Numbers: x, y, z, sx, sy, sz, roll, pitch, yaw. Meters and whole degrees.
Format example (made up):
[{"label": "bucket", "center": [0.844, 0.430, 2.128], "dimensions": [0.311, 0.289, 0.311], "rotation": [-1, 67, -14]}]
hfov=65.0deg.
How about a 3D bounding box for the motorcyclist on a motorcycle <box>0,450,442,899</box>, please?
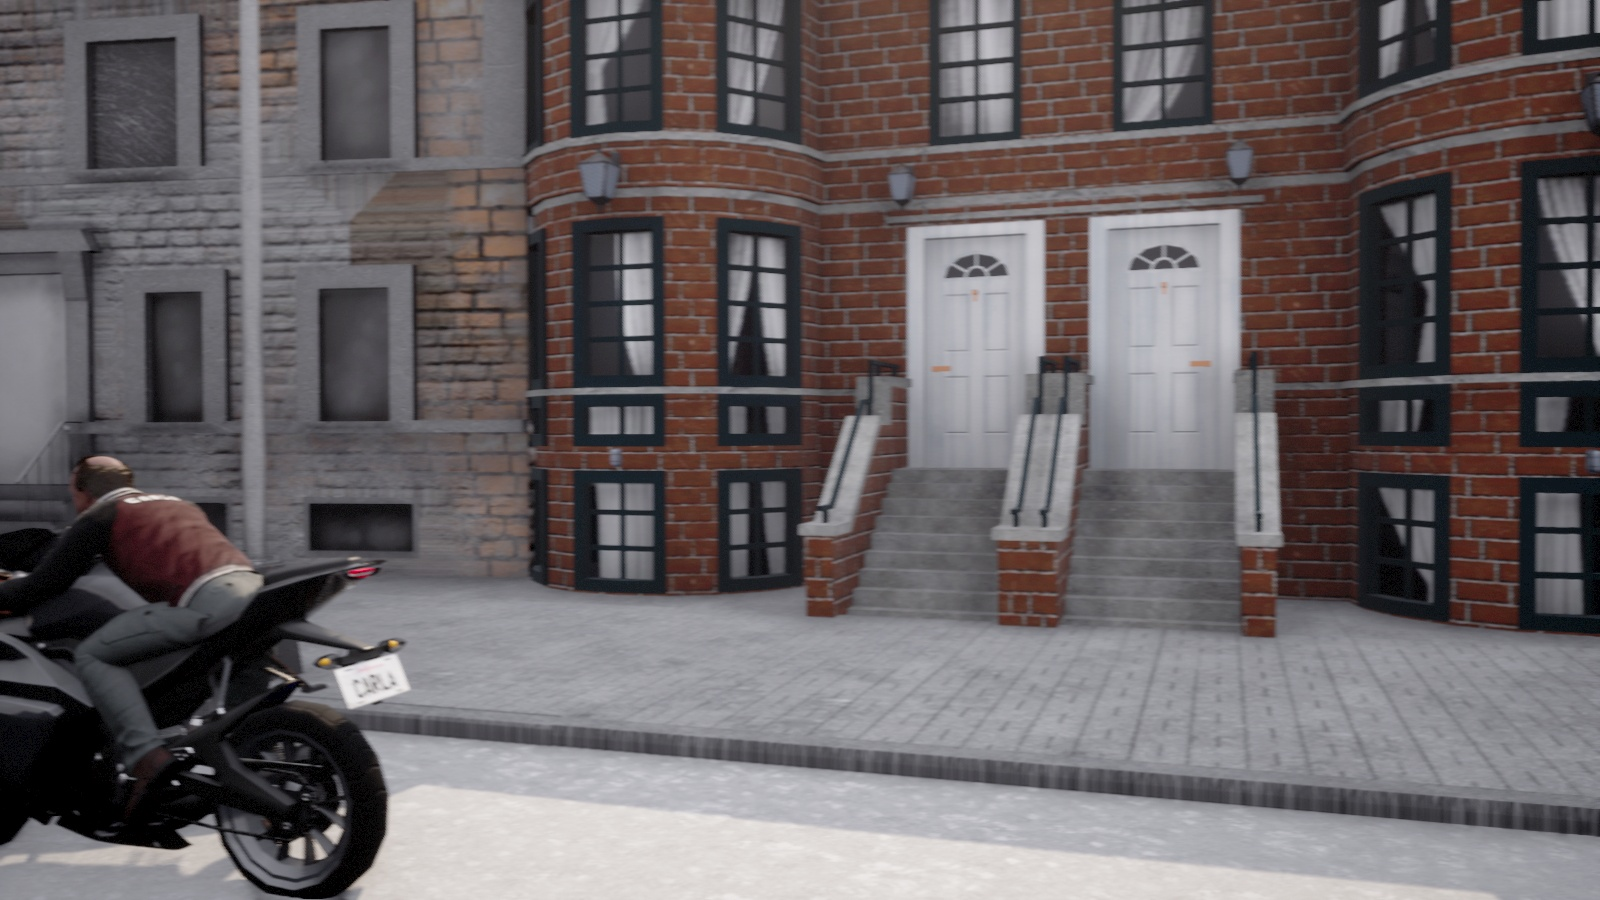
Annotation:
[{"label": "motorcyclist on a motorcycle", "center": [-2.493, 0.779, 4.557], "dimensions": [2.191, 1.530, 0.866], "rotation": [1, 1, 19]}]
